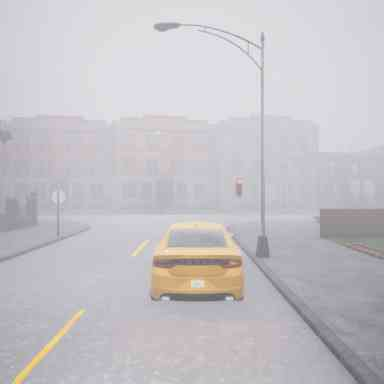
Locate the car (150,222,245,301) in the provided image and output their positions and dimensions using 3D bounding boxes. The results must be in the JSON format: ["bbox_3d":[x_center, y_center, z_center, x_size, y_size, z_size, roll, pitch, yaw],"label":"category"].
[{"bbox_3d":[0.107,1.478,8.375,1.882,1.535,5.008,0,0,0],"label":"car"}]
